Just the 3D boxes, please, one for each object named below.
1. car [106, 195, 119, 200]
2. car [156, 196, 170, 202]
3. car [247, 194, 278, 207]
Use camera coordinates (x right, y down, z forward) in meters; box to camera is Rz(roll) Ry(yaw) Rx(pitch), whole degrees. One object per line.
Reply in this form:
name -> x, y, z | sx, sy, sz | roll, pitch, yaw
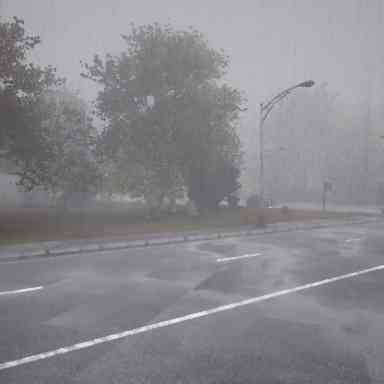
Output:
car -> -21.256, 1.342, 88.819 | 1.882, 1.535, 5.008 | 0, 0, -37
car -> -5.957, 1.447, 68.601 | 1.895, 1.301, 4.718 | 0, 0, -37
car -> 10.000, 1.156, 47.511 | 2.097, 1.767, 4.553 | 0, 0, -37
